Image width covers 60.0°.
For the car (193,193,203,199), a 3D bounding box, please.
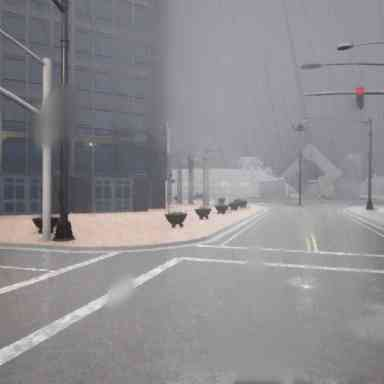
[{"bbox_3d":[1.556,1.144,89.793,4.892,1.490,1.837,0,0,8],"label":"car"}]
